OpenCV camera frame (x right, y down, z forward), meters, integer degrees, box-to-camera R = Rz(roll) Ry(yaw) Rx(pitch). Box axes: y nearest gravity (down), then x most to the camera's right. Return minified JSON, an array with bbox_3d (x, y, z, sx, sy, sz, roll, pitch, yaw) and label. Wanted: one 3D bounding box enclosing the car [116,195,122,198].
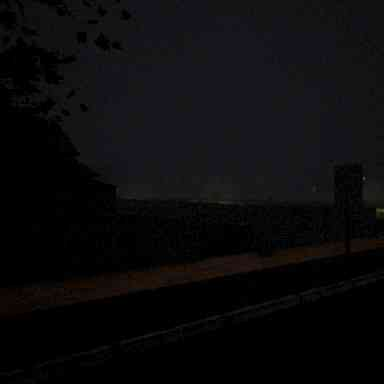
[{"bbox_3d":[-12.571,1.005,51.885,5.357,1.411,2.033,1,2,44],"label":"car"}]
